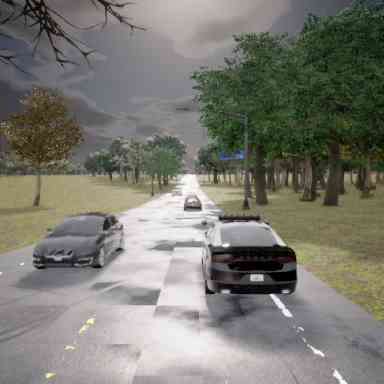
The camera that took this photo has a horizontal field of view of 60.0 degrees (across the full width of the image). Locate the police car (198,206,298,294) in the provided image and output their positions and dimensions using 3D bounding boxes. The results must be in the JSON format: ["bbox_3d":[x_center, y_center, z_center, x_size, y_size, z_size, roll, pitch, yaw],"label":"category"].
[{"bbox_3d":[1.228,1.411,8.869,1.930,1.638,5.238,0,0,0],"label":"police car"}]

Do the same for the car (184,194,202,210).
[{"bbox_3d":[0.085,1.266,37.023,1.994,1.385,4.181,0,1,0],"label":"car"}]

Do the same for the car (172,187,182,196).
[{"bbox_3d":[-3.470,-0.138,78.382,2.150,2.045,5.566,0,2,0],"label":"car"}]

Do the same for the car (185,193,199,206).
[{"bbox_3d":[0.045,0.991,46.981,1.882,1.535,5.008,0,1,1],"label":"car"}]

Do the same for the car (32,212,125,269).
[{"bbox_3d":[-3.496,1.484,11.107,1.837,1.490,4.892,0,0,0],"label":"car"}]
